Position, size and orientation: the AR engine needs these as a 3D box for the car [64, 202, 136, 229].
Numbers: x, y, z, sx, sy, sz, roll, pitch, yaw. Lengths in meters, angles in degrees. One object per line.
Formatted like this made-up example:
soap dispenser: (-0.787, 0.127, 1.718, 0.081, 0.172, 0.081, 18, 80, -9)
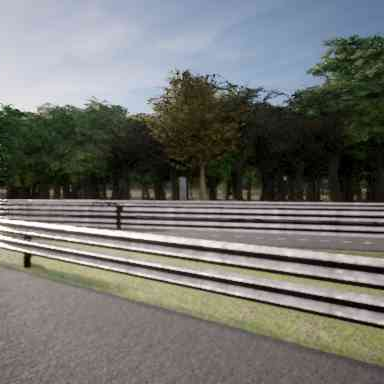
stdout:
car: (-5.323, 1.293, 19.194, 4.181, 1.385, 1.994, 0, 0, 22)
